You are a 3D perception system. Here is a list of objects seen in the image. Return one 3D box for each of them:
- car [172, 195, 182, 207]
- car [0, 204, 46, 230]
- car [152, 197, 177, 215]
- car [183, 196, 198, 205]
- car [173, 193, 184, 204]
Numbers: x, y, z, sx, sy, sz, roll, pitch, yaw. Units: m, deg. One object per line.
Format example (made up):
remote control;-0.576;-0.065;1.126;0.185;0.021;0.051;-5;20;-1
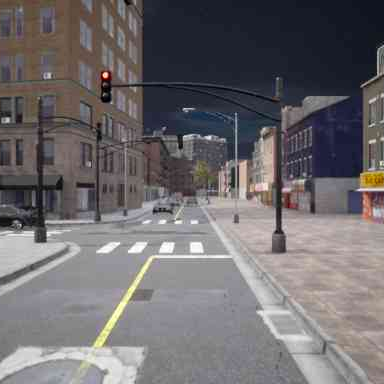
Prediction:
car;-2.904;1.568;49.773;1.994;1.385;4.181;0;0;0
car;-11.703;1.552;20.795;4.892;1.490;1.837;0;2;5
car;-2.888;1.563;34.158;1.994;1.385;4.181;0;0;0
car;0.026;1.500;59.308;2.128;1.511;4.902;0;0;0
car;-2.833;1.146;66.945;2.150;2.045;5.566;0;0;0
